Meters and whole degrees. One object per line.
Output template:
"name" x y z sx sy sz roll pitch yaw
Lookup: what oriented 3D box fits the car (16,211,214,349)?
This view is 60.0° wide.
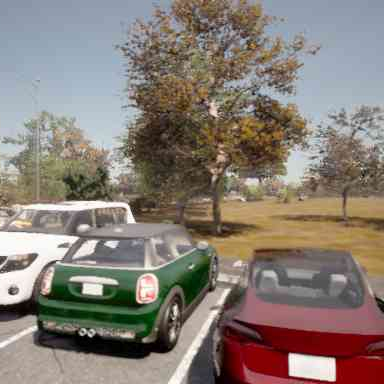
"car" -0.834 1.399 6.675 2.185 1.767 4.553 0 -1 15

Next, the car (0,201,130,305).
"car" -3.263 1.284 8.385 2.435 2.045 5.566 1 -1 15

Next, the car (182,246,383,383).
"car" 1.605 1.535 5.013 2.163 1.488 4.792 0 -1 15
